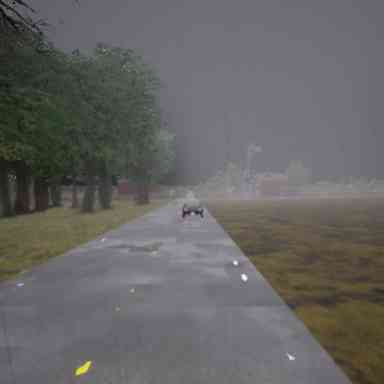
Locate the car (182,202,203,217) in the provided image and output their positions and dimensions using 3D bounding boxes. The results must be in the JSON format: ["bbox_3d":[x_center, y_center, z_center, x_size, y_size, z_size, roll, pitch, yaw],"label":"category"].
[{"bbox_3d":[0.064,1.578,31.244,1.895,1.301,4.718,0,0,0],"label":"car"}]
